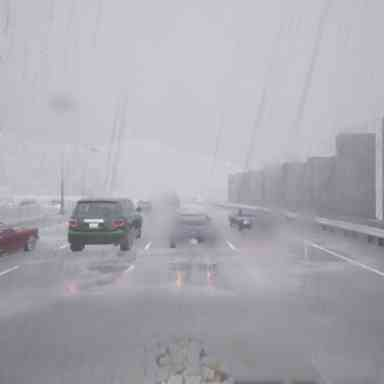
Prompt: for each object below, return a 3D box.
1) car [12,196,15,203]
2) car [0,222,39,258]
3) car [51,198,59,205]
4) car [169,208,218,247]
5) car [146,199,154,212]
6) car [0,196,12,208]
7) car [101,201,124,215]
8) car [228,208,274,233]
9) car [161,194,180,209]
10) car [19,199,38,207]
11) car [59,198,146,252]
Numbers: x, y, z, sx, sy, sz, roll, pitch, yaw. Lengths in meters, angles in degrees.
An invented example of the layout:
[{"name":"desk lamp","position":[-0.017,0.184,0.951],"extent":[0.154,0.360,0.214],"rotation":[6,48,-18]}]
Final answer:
[{"name":"car","position":[-39.883,1.585,72.377],"extent":[1.882,1.535,5.008],"rotation":[0,0,-21]},{"name":"car","position":[-6.946,1.631,11.049],"extent":[1.895,1.301,4.718],"rotation":[0,0,-1]},{"name":"car","position":[-25.254,1.729,62.453],"extent":[1.895,1.301,4.718],"rotation":[0,0,-16]},{"name":"car","position":[0.002,1.618,15.034],"extent":[1.895,1.301,4.718],"rotation":[0,0,-1]},{"name":"car","position":[-5.574,1.550,39.473],"extent":[2.128,1.511,4.902],"rotation":[0,0,-9]},{"name":"car","position":[-29.129,1.657,49.998],"extent":[1.812,1.442,4.674],"rotation":[0,0,-13]},{"name":"car","position":[-8.418,1.662,35.435],"extent":[1.895,1.301,4.718],"rotation":[0,0,-8]},{"name":"car","position":[3.358,1.614,19.856],"extent":[1.895,1.301,4.718],"rotation":[0,0,-3]},{"name":"car","position":[-3.108,1.281,46.608],"extent":[2.150,2.045,5.566],"rotation":[0,0,-11]},{"name":"car","position":[-26.559,1.729,54.102],"extent":[1.895,1.301,4.718],"rotation":[0,0,-14]},{"name":"car","position":[-3.469,1.247,14.207],"extent":[2.150,2.045,5.566],"rotation":[0,0,-1]}]
